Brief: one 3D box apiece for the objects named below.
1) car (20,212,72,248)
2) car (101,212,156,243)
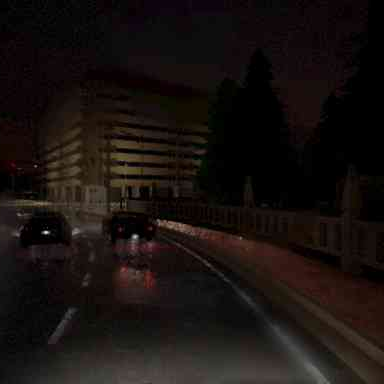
[{"bbox_3d":[-6.492,1.570,14.939,1.994,1.385,4.181,0,0,-22],"label":"car"},{"bbox_3d":[-3.262,1.614,16.286,1.895,1.301,4.718,0,0,-22],"label":"car"}]
